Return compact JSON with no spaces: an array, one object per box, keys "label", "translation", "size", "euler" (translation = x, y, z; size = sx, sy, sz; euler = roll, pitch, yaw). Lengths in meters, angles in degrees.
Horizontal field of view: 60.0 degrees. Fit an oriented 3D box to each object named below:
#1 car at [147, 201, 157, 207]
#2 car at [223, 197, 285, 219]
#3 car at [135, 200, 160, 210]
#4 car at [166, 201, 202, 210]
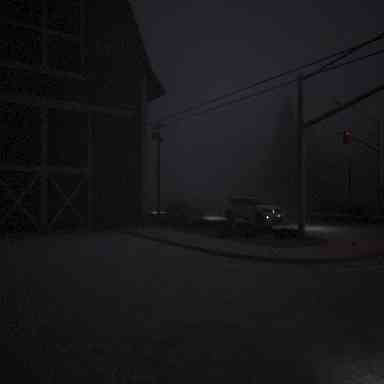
[{"label":"car","translation":[-6.900,1.795,43.567],"size":[1.837,1.490,4.892],"euler":[0,-1,-34]},{"label":"car","translation":[4.772,1.402,26.533],"size":[2.150,2.045,5.566],"euler":[0,0,-34]},{"label":"car","translation":[-6.683,1.924,49.595],"size":[1.895,1.301,4.718],"euler":[0,0,-34]},{"label":"car","translation":[-0.867,1.710,34.759],"size":[1.882,1.535,5.008],"euler":[0,0,-35]}]
